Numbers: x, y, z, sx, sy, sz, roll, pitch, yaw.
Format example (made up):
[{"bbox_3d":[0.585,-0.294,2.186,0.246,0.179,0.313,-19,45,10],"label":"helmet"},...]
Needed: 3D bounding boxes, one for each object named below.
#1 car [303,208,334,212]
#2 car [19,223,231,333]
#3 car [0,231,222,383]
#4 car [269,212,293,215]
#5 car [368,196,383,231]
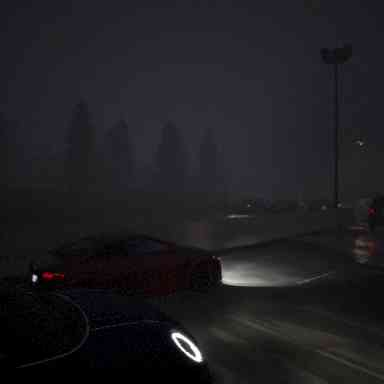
[{"bbox_3d":[12.114,1.433,31.321,2.097,1.767,4.553,0,0,36],"label":"car"},{"bbox_3d":[-1.334,1.574,7.395,4.181,1.385,1.994,0,0,-38],"label":"car"},{"bbox_3d":[-2.031,1.352,2.479,4.553,1.767,2.097,0,0,-35],"label":"car"},{"bbox_3d":[9.013,1.555,32.973,1.882,1.535,5.008,0,0,36],"label":"car"},{"bbox_3d":[12.472,1.284,20.291,2.150,2.045,5.566,0,0,42],"label":"car"}]
